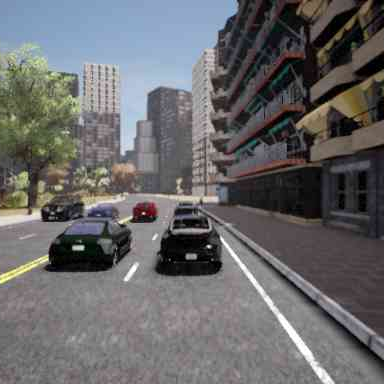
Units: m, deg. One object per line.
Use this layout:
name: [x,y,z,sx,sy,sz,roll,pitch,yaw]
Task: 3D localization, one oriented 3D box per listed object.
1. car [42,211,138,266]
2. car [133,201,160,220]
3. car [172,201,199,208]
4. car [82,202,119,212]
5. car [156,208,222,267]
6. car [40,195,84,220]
car: [-3.305,1.577,11.574,1.994,1.385,4.181,0,0,-1]
car: [-3.818,1.506,28.037,1.882,1.535,5.008,0,0,-2]
car: [-0.516,1.530,26.849,1.837,1.490,4.892,0,0,-2]
car: [-7.230,1.595,27.421,1.994,1.385,4.181,0,0,-2]
car: [-0.050,1.516,11.480,1.837,1.490,4.892,0,0,-1]
car: [-10.484,1.257,27.467,2.150,2.045,5.566,0,0,-3]
